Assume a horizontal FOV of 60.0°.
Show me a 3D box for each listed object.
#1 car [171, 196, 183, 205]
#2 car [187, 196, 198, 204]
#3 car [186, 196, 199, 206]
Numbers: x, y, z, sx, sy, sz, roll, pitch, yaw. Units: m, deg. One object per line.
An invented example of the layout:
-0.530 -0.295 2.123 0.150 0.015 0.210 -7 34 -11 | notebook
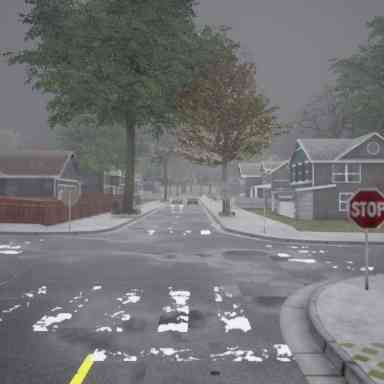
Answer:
-2.639 1.519 60.434 1.837 1.490 4.892 0 0 0 | car
0.121 1.562 66.261 2.033 1.411 5.357 0 0 0 | car
0.102 1.518 55.839 1.837 1.490 4.892 0 0 0 | car
